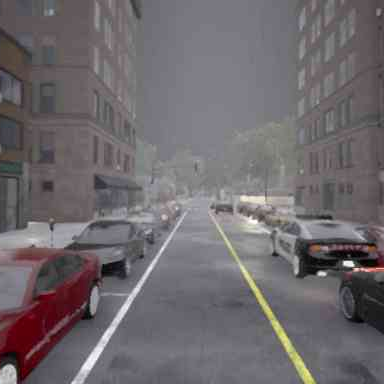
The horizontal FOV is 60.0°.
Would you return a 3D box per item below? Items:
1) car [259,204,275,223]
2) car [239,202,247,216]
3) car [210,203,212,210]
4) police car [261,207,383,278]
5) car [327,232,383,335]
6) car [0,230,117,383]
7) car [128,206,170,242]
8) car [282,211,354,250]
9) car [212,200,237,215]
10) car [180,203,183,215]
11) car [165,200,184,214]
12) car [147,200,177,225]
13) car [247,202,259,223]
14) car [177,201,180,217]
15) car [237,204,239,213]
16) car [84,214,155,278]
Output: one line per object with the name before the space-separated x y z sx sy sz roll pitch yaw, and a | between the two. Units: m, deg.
car | 5.755 1.645 21.198 1.752 1.417 4.829 1 0 1
car | 5.963 1.737 32.062 1.802 1.307 4.206 1 0 1
car | 4.148 1.743 46.111 1.994 1.385 4.181 1 0 27
police car | 3.738 1.493 10.433 1.930 1.638 5.238 1 0 1
car | 3.620 1.577 4.324 1.812 1.442 4.674 1 0 1
car | -2.588 1.527 4.626 1.887 1.381 4.507 1 0 1
car | -2.377 1.563 15.661 2.008 1.369 4.403 1 0 1
car | 5.646 1.684 15.511 1.802 1.307 4.206 1 0 1
car | 3.474 1.620 36.682 1.882 1.535 5.008 1 0 2
car | -2.059 1.506 32.215 1.967 1.590 4.097 1 0 1
car | -1.954 1.666 37.732 1.802 1.307 4.206 1 0 1
car | -2.270 1.470 21.179 1.967 1.590 4.097 1 0 1
car | 5.858 1.682 26.545 1.887 1.381 4.507 1 0 1
car | -2.169 1.572 26.527 1.752 1.417 4.829 1 0 1
car | 6.069 1.740 37.580 1.947 1.339 4.313 1 0 1
car | -2.482 1.563 10.144 1.947 1.339 4.313 1 0 1
